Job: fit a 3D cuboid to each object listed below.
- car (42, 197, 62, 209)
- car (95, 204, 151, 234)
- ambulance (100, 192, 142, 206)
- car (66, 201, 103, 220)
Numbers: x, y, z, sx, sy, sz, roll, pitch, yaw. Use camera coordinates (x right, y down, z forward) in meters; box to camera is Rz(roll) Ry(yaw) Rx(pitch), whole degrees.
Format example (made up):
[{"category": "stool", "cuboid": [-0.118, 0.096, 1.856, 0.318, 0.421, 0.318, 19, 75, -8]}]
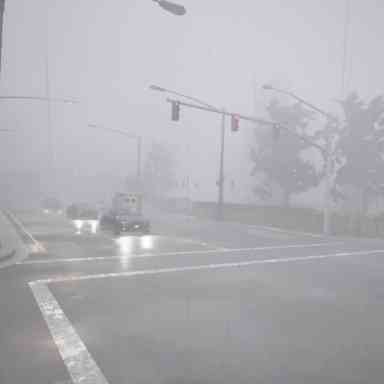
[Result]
[{"category": "car", "cuboid": [-18.084, 1.431, 42.900, 1.837, 1.490, 4.892, 3, -1, -31]}, {"category": "car", "cuboid": [-4.072, 1.694, 19.976, 1.994, 1.385, 4.181, 3, -1, -32]}, {"category": "ambulance", "cuboid": [-6.953, 1.223, 31.601, 2.351, 2.431, 6.366, 3, -1, -31]}, {"category": "car", "cuboid": [-9.589, 1.612, 28.978, 1.994, 1.385, 4.181, 3, -1, -32]}]
